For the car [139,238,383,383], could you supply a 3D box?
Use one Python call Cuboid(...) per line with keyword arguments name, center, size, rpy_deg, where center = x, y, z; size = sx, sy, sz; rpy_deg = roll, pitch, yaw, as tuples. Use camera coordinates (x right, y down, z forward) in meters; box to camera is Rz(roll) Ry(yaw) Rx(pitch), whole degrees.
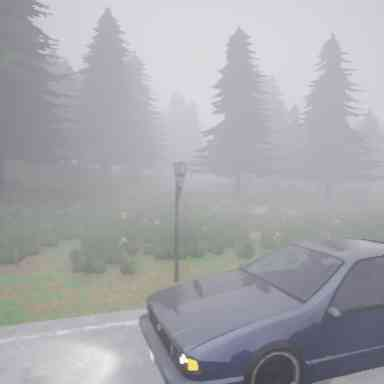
Cuboid(name="car", center=(2.062, 1.408, 4.584), size=(5.357, 1.411, 2.033), rpy_deg=(0, 2, -20))
